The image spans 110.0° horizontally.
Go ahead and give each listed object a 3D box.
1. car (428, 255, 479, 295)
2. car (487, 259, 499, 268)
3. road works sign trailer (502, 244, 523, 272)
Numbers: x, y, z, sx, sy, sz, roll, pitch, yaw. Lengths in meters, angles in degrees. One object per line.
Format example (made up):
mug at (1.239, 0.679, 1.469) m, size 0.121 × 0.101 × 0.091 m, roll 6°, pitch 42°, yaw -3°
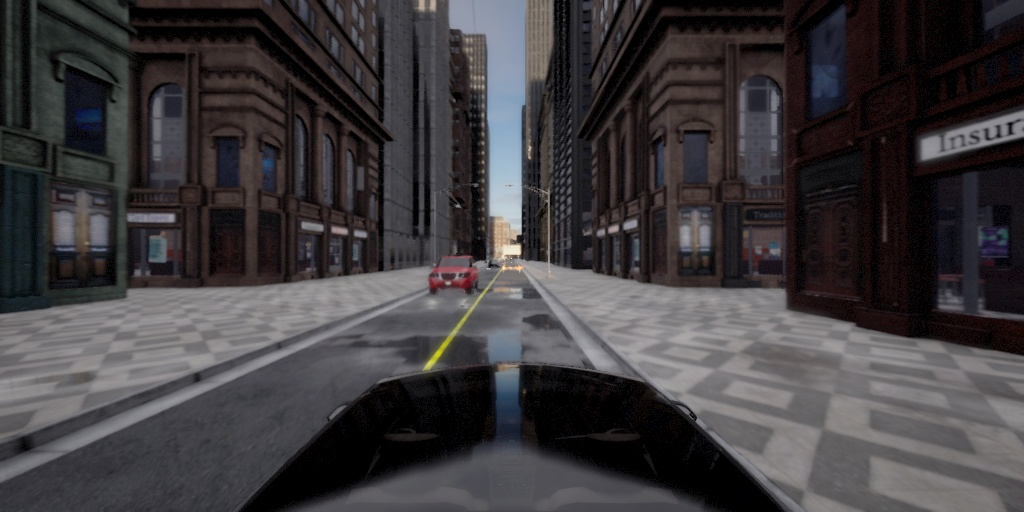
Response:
car at (-3.120, 0.976, 20.265) m, size 2.150 × 2.045 × 5.566 m, roll 0°, pitch 0°, yaw 0°
car at (-3.109, 1.320, 60.684) m, size 1.837 × 1.490 × 4.892 m, roll 0°, pitch 0°, yaw 0°
road works sign trailer at (-0.051, 0.248, 45.522) m, size 2.380 × 3.560 × 2.880 m, roll 0°, pitch 0°, yaw 0°
